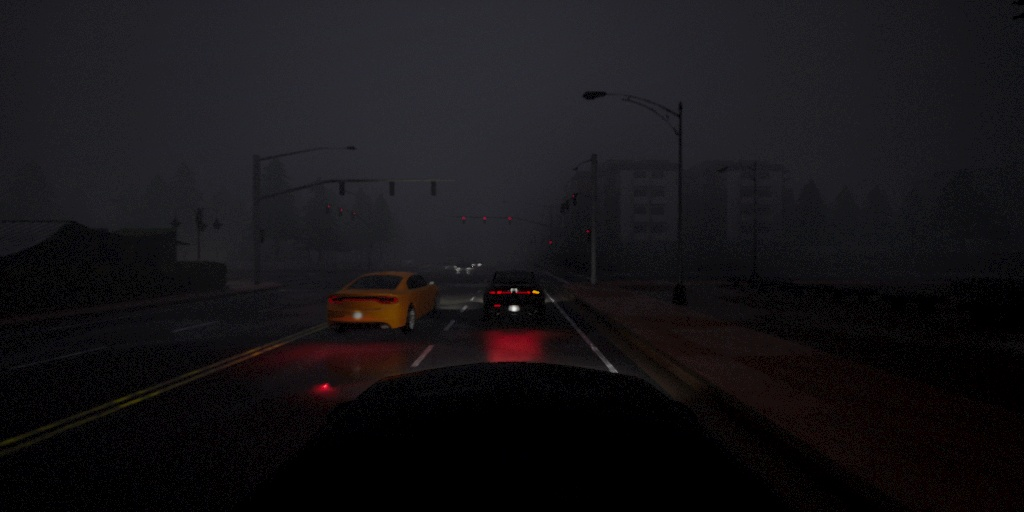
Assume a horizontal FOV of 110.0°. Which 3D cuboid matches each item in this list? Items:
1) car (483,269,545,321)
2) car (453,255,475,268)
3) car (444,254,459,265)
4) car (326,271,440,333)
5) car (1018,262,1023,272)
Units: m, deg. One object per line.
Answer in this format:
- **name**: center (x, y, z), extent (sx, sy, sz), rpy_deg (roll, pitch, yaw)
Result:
- **car**: center (0.062, 1.188, 12.167), extent (1.837, 1.490, 4.892), rpy_deg (0, 0, 0)
- **car**: center (-7.009, 1.012, 52.759), extent (1.812, 1.442, 4.674), rpy_deg (0, 1, 0)
- **car**: center (-10.534, 0.584, 64.010), extent (2.150, 2.045, 5.566), rpy_deg (0, 0, 0)
- **car**: center (-3.452, 1.173, 10.557), extent (1.882, 1.535, 5.008), rpy_deg (0, 0, 0)
- **car**: center (48.323, 0.794, 30.805), extent (5.566, 2.045, 2.150), rpy_deg (1, 1, 32)
